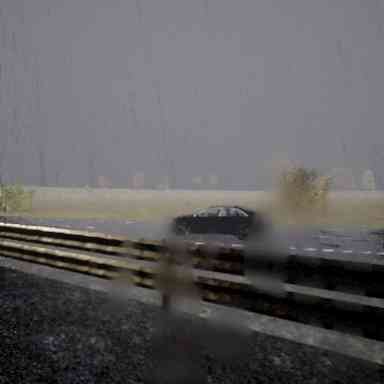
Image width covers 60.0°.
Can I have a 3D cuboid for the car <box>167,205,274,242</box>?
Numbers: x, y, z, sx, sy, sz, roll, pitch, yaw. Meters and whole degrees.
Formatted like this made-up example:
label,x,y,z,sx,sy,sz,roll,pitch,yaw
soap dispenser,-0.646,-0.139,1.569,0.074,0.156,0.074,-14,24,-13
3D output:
label,x,y,z,sx,sy,sz,roll,pitch,yaw
car,1.255,1.359,15.282,4.902,1.511,2.128,0,0,21
